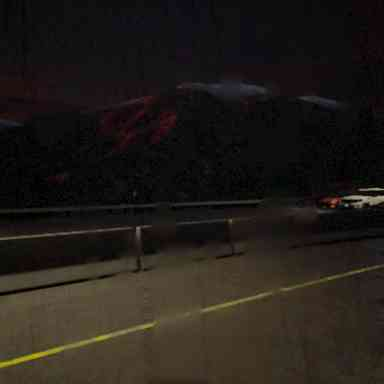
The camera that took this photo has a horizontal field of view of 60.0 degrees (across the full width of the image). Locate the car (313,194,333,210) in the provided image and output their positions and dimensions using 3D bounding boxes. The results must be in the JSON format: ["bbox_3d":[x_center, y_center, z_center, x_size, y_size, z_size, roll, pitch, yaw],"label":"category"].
[{"bbox_3d":[14.392,0.811,31.972,4.553,1.767,2.097,-1,1,-25],"label":"car"}]

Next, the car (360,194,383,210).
[{"bbox_3d":[15.495,1.073,24.828,5.357,1.411,2.033,-1,1,-25],"label":"car"}]

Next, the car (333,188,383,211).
[{"bbox_3d":[15.217,0.712,28.535,5.566,2.045,2.150,-1,1,-25],"label":"car"}]

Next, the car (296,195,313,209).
[{"bbox_3d":[13.288,0.962,35.331,4.674,1.442,1.812,-1,1,-25],"label":"car"}]
